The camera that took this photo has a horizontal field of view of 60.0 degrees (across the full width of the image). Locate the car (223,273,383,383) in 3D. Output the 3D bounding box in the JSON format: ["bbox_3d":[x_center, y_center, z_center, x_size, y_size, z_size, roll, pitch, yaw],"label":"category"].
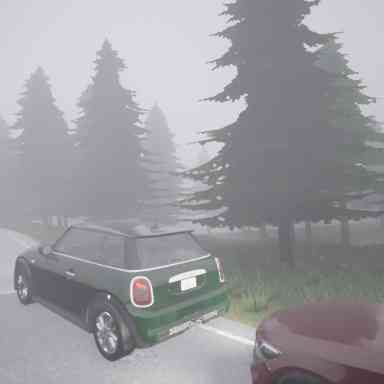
[{"bbox_3d":[2.749,1.531,2.594,4.674,1.442,1.812,1,0,36],"label":"car"}]

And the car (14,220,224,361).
[{"bbox_3d":[-1.576,1.308,6.221,4.553,1.767,2.097,1,1,44],"label":"car"}]
